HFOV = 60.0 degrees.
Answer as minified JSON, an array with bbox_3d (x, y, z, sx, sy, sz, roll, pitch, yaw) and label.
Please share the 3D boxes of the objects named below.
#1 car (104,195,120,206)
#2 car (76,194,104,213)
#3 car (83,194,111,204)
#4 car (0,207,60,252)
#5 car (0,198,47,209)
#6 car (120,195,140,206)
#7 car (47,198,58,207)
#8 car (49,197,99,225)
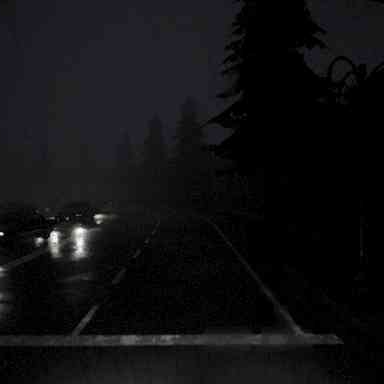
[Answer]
[{"bbox_3d":[-11.922,1.178,44.800,1.837,1.490,4.892,0,1,-35],"label":"car"},{"bbox_3d":[-10.028,1.243,32.500,1.882,1.535,5.008,0,0,-20],"label":"car"},{"bbox_3d":[-15.736,1.094,54.779,4.902,1.511,2.128,0,1,42],"label":"car"},{"bbox_3d":[-7.338,1.507,13.601,1.895,1.301,4.718,0,0,-1],"label":"car"},{"bbox_3d":[-11.186,1.350,20.705,2.128,1.511,4.902,0,0,-4],"label":"car"},{"bbox_3d":[-9.096,1.144,46.861,2.128,1.511,4.902,0,1,-35],"label":"car"},{"bbox_3d":[-13.092,1.276,30.640,2.128,1.511,4.902,0,0,-19],"label":"car"},{"bbox_3d":[-7.871,1.342,22.695,1.837,1.490,4.892,0,0,-6],"label":"car"}]
